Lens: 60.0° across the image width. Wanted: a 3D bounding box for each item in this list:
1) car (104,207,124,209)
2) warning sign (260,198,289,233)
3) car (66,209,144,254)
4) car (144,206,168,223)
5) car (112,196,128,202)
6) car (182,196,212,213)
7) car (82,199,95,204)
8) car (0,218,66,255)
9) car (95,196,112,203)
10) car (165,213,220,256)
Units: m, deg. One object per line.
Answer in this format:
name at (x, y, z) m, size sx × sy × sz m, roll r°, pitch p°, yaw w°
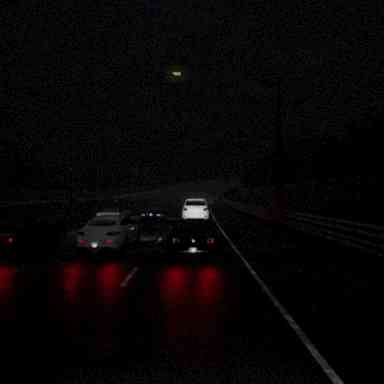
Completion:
car at (-6.669, 1.929, 28.820) m, size 1.895 × 1.301 × 4.718 m, roll 0°, pitch -1°, yaw 1°
warning sign at (4.730, 1.328, 19.155) m, size 1.300 × 1.860 × 1.060 m, roll 2°, pitch 2°, yaw 1°
car at (-3.422, 1.670, 14.119) m, size 1.812 × 1.442 × 4.674 m, roll 0°, pitch -1°, yaw 1°
car at (-3.174, 1.877, 28.622) m, size 2.033 × 1.411 × 5.357 m, roll 0°, pitch -1°, yaw 1°
car at (-15.317, 1.980, 72.881) m, size 2.097 × 1.767 × 4.553 m, roll 0°, pitch 0°, yaw 3°
car at (0.328, 1.550, 28.598) m, size 2.150 × 2.045 × 5.566 m, roll 0°, pitch -1°, yaw 1°
car at (-22.304, 2.150, 73.316) m, size 2.033 × 1.411 × 5.357 m, roll 0°, pitch 0°, yaw 3°
car at (-6.930, 1.740, 13.878) m, size 1.895 × 1.301 × 4.718 m, roll 0°, pitch -1°, yaw 1°
car at (-18.813, 1.842, 73.054) m, size 2.150 × 2.045 × 5.566 m, roll 0°, pitch 0°, yaw 3°
car at (0.070, 1.743, 13.799) m, size 1.895 × 1.301 × 4.718 m, roll 0°, pitch -1°, yaw 1°
